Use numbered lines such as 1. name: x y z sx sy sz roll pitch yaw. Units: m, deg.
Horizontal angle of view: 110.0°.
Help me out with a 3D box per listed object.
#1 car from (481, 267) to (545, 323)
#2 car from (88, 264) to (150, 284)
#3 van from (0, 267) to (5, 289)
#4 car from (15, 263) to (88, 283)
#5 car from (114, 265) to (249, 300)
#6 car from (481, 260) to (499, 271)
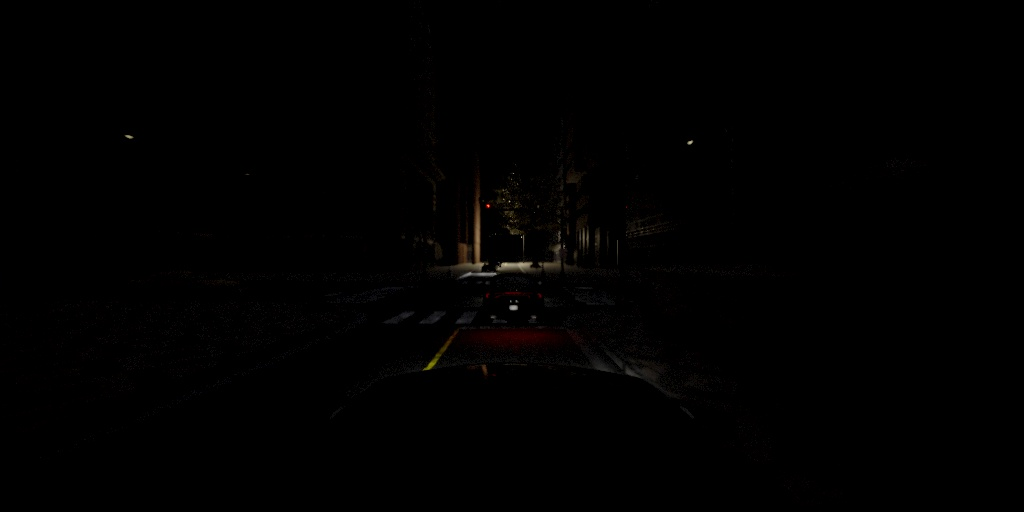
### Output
1. car: 0.056 1.310 12.559 1.882 1.535 5.008 0 0 0
2. car: -26.338 1.247 25.195 4.313 1.339 1.948 0 0 0
3. van: -26.368 0.957 16.669 3.998 1.789 1.690 0 0 0
4. car: -31.955 1.156 25.221 4.507 1.381 1.888 0 0 0
5. car: -14.957 1.262 16.615 4.829 1.417 1.751 0 0 0
6. car: -3.142 1.558 48.940 1.895 1.301 4.718 0 0 0
